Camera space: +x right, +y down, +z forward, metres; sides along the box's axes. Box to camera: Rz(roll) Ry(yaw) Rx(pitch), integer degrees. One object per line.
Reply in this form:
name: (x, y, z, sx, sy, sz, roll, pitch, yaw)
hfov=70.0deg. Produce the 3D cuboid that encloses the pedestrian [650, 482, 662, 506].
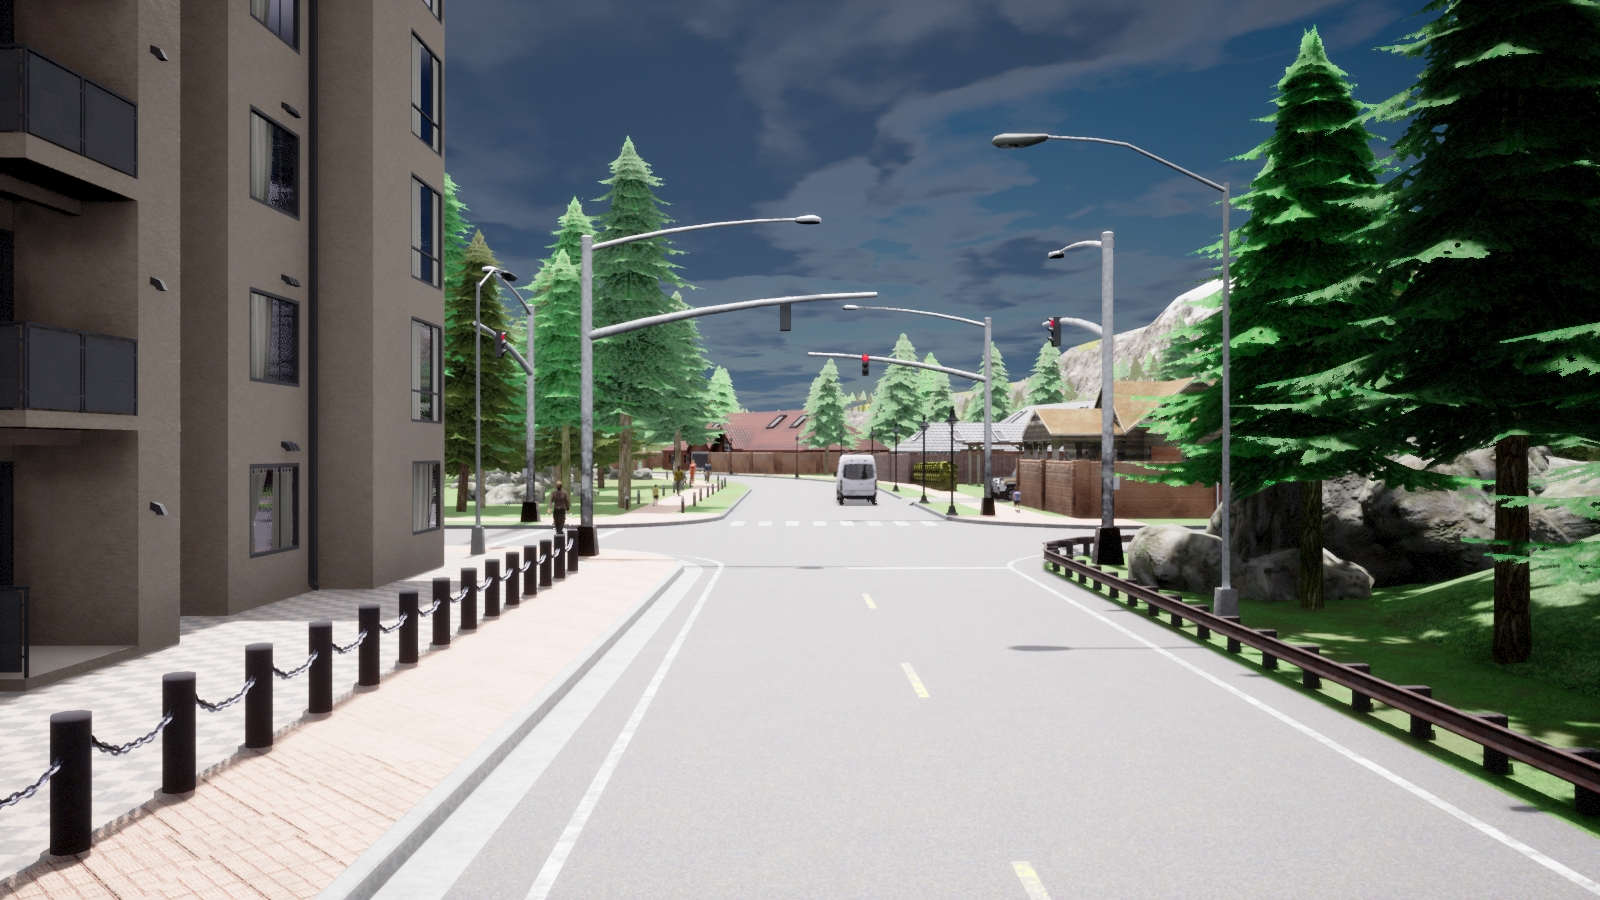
pedestrian: (-6.823, 2.076, 54.072, 0.500, 1.100, 0.500, 0, 0, 0)

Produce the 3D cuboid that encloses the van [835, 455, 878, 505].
van: (2.975, 1.539, 61.189, 1.988, 2.561, 5.915, 0, 0, 0)

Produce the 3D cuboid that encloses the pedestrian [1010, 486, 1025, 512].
pedestrian: (9.214, 2.078, 48.338, 0.500, 1.100, 0.500, 0, 0, -6)

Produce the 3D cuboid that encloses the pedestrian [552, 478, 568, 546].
pedestrian: (-6.606, 1.703, 31.449, 0.375, 1.860, 0.375, 0, 0, -6)

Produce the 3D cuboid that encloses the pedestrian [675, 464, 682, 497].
pedestrian: (-6.855, 1.703, 64.609, 0.375, 1.860, 0.375, 0, 0, -1)
